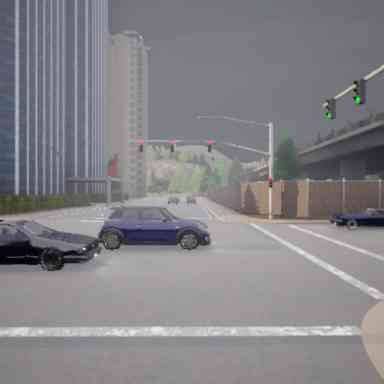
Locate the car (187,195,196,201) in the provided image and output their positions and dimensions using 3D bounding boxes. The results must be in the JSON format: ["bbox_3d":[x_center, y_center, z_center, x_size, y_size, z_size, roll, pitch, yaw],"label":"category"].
[{"bbox_3d":[-0.150,1.615,63.604,2.033,1.411,5.357,0,0,0],"label":"car"}]

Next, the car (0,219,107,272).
[{"bbox_3d":[-5.672,1.583,10.363,5.357,1.411,2.033,0,0,0],"label":"car"}]

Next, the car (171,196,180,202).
[{"bbox_3d":[-3.674,1.535,74.027,1.895,1.301,4.718,0,0,0],"label":"car"}]

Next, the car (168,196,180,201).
[{"bbox_3d":[-3.650,1.615,63.595,2.033,1.411,5.357,0,0,0],"label":"car"}]

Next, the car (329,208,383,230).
[{"bbox_3d":[11.341,1.679,21.180,4.718,1.301,1.895,0,0,1],"label":"car"}]

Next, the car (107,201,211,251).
[{"bbox_3d":[-1.508,1.391,13.882,4.553,1.767,2.097,0,0,0],"label":"car"}]

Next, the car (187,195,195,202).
[{"bbox_3d":[-0.174,1.464,74.005,1.812,1.442,4.674,0,0,0],"label":"car"}]
